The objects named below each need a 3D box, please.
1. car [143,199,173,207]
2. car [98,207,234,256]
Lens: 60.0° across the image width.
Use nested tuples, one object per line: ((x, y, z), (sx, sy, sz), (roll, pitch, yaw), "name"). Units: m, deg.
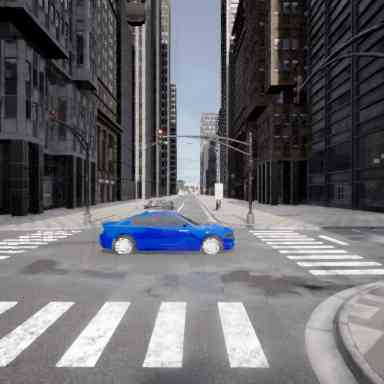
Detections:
((-3.169, 1.501, 29.425), (2.128, 1.511, 4.902), (0, 0, 0), "car")
((-0.925, 1.479, 12.481), (5.008, 1.535, 1.882), (0, 0, 0), "car")
